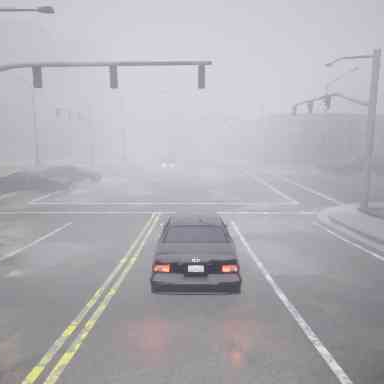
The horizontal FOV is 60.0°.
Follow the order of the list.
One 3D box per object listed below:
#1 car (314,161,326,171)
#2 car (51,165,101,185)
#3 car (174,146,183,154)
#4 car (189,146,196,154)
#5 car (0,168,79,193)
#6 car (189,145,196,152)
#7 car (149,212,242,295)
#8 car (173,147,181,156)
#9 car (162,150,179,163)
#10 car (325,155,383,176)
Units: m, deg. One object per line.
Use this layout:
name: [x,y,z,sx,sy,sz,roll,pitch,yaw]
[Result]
car: [16.322,-3.050,37.320,4.902,1.511,2.128,0,9,0]
car: [-10.038,-1.418,27.399,4.892,1.490,1.837,-2,10,-8]
car: [-3.410,-8.503,71.188,2.033,1.411,5.357,0,9,0]
car: [0.104,-10.166,81.759,1.895,1.301,4.718,0,9,0]
car: [-11.204,-0.729,23.432,5.357,1.411,2.033,0,9,0]
car: [0.116,-12.026,91.705,2.097,1.767,4.553,0,9,0]
car: [0.085,1.219,8.389,2.033,1.411,5.357,0,4,0]
car: [-3.490,-6.881,60.993,1.837,1.490,4.892,0,9,0]
car: [-3.530,-5.297,51.515,2.033,1.411,5.357,0,9,0]
car: [17.067,-2.754,33.815,5.566,2.045,2.150,0,9,1]
